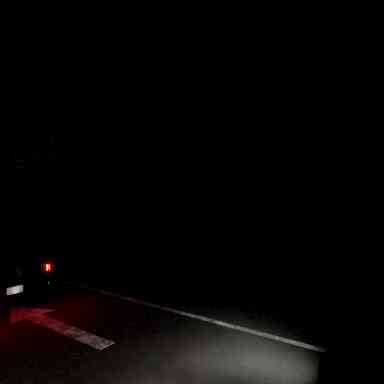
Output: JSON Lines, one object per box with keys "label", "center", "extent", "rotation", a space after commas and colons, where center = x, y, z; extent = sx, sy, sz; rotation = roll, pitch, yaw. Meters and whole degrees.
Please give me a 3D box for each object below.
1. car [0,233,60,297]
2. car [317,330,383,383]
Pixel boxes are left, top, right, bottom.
{"label": "car", "center": [-5.211, 1.601, 7.713], "extent": [4.718, 1.301, 1.895], "rotation": [0, 0, 35]}
{"label": "car", "center": [3.084, 1.526, 1.718], "extent": [4.674, 1.442, 1.812], "rotation": [0, 0, 36]}
